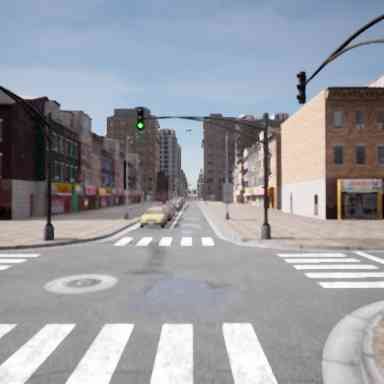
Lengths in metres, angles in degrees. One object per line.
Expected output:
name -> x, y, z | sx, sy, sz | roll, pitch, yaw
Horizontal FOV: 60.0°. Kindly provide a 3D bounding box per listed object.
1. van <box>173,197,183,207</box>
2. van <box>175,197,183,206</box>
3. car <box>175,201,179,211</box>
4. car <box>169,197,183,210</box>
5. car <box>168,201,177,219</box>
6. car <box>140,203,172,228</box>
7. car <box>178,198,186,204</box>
van -> -2.665, 1.932, 63.232 | 1.690, 1.788, 3.998 | 0, -1, 0
van -> -2.668, 1.992, 68.837 | 1.690, 1.788, 3.998 | 0, -1, 0
car -> -2.651, 1.888, 35.204 | 1.802, 1.307, 4.206 | 0, -1, 0
car -> -2.656, 1.856, 46.415 | 1.967, 1.590, 4.097 | 0, -1, 0
car -> -2.647, 1.798, 29.599 | 1.887, 1.381, 4.507 | 0, -1, 0
car -> -2.644, 1.726, 23.825 | 1.752, 1.417, 4.829 | 0, -1, 0
car -> -2.682, 2.466, 91.255 | 1.947, 1.339, 4.313 | 0, -1, 0
